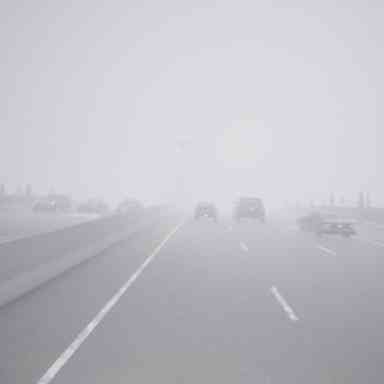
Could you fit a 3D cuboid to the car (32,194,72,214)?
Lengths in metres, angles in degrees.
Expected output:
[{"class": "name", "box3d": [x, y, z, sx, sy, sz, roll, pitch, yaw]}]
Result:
[{"class": "car", "box3d": [-12.871, 1.000, 30.923, 2.097, 1.767, 4.553, 2, 0, 3]}]

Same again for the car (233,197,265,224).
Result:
[{"class": "car", "box3d": [4.685, 1.442, 27.841, 2.150, 2.045, 5.566, 2, 0, 2]}]

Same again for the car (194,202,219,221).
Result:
[{"class": "car", "box3d": [1.211, 1.612, 28.708, 1.837, 1.490, 4.892, 2, 0, 2]}]

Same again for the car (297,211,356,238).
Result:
[{"class": "car", "box3d": [7.836, 1.853, 19.867, 2.033, 1.411, 5.357, 2, 0, 2]}]

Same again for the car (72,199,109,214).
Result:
[{"class": "car", "box3d": [-9.341, 1.333, 31.681, 1.994, 1.385, 4.181, 2, 0, 3]}]

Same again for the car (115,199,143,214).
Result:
[{"class": "car", "box3d": [-5.845, 1.376, 31.515, 2.128, 1.511, 4.902, 2, 0, 3]}]
